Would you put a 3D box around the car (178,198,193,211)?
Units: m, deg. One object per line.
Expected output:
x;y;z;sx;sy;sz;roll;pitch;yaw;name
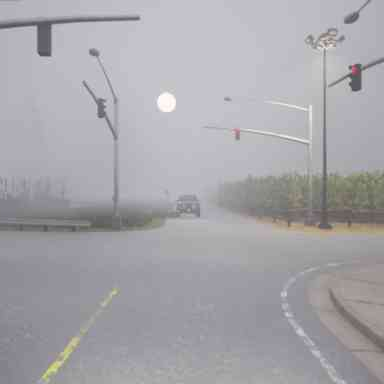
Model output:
-0.890;1.566;41.771;1.812;1.442;4.674;0;0;-3;car

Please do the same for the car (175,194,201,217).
-0.413;1.260;31.907;2.150;2.045;5.566;0;0;-3;car
